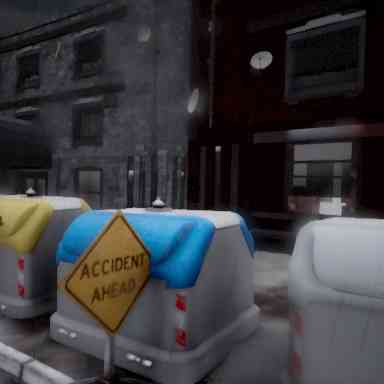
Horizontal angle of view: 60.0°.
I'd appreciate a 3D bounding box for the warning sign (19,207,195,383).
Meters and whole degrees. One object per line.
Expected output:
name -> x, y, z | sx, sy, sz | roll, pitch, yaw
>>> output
warning sign -> -0.818, 1.113, 3.421 | 1.060, 1.860, 1.300 | 2, -1, 35
